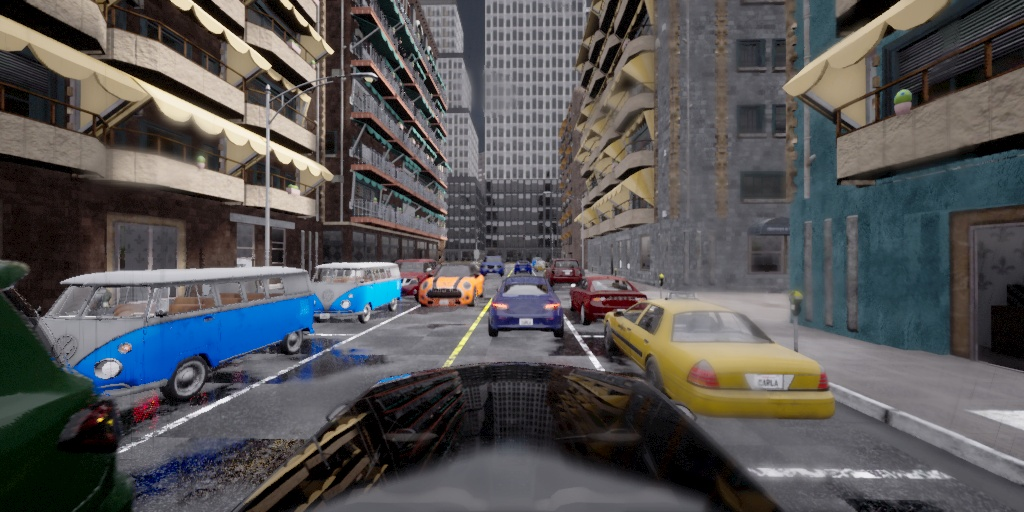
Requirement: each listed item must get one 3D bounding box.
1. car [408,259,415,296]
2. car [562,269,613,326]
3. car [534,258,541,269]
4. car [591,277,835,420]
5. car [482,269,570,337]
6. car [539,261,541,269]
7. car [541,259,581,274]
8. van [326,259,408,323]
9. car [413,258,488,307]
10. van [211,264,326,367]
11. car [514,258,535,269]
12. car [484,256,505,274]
[{"bbox_3d":[-4.821,1.068,17.380,2.192,1.841,5.009,0,0,2],"label":"car"},{"bbox_3d":[2.896,1.297,11.519,1.888,1.381,4.507,0,0,2],"label":"car"},{"bbox_3d":[3.861,1.292,45.517,1.751,1.417,4.829,0,0,2],"label":"car"},{"bbox_3d":[2.741,1.276,6.051,1.751,1.417,4.829,0,0,2],"label":"car"},{"bbox_3d":[0.386,1.277,10.147,1.812,1.442,4.674,0,0,2],"label":"car"},{"bbox_3d":[3.381,1.283,28.603,1.751,1.417,4.829,0,0,2],"label":"car"},{"bbox_3d":[3.216,1.070,22.795,2.192,1.841,5.009,0,0,2],"label":"car"},{"bbox_3d":[-4.981,1.092,11.742,1.690,1.789,3.998,0,0,2],"label":"van"},{"bbox_3d":[-2.406,1.104,15.295,2.097,1.767,4.553,0,0,2],"label":"car"},{"bbox_3d":[-5.141,1.091,6.104,1.690,1.789,3.998,0,0,2],"label":"van"},{"bbox_3d":[1.230,1.241,39.877,1.882,1.535,5.008,0,0,2],"label":"car"},{"bbox_3d":[-1.849,0.982,35.200,2.150,2.045,5.566,0,0,2],"label":"car"}]
